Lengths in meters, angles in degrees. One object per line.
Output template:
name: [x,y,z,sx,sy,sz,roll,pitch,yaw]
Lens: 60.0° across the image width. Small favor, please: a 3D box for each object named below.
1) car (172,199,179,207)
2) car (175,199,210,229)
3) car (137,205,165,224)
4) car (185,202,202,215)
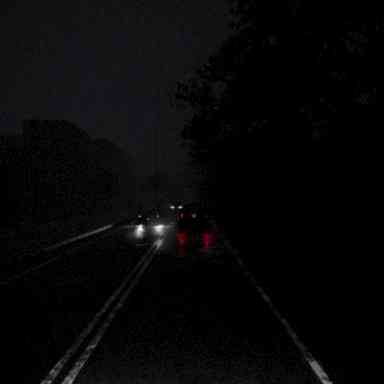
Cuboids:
car: [-3.149,2.196,68.180,1.882,1.535,5.008,0,-1,0]
car: [0.131,1.611,23.595,2.097,1.767,4.553,0,-1,0]
car: [-3.312,1.827,27.521,1.812,1.442,4.674,0,-1,0]
car: [0.159,1.995,41.384,2.033,1.411,5.357,0,-1,0]
